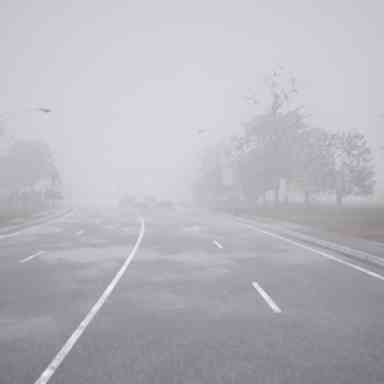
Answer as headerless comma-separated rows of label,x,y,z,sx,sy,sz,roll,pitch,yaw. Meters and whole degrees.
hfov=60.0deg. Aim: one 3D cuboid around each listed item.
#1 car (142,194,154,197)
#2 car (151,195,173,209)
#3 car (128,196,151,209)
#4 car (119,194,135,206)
car,-7.906,1.439,59.393,2.150,2.045,5.566,0,0,-24
car,-4.353,1.660,49.721,1.882,1.535,5.008,0,0,-20
car,-7.718,1.704,48.756,1.812,1.442,4.674,0,0,-20
car,-11.278,1.434,58.378,2.150,2.045,5.566,0,0,-24
